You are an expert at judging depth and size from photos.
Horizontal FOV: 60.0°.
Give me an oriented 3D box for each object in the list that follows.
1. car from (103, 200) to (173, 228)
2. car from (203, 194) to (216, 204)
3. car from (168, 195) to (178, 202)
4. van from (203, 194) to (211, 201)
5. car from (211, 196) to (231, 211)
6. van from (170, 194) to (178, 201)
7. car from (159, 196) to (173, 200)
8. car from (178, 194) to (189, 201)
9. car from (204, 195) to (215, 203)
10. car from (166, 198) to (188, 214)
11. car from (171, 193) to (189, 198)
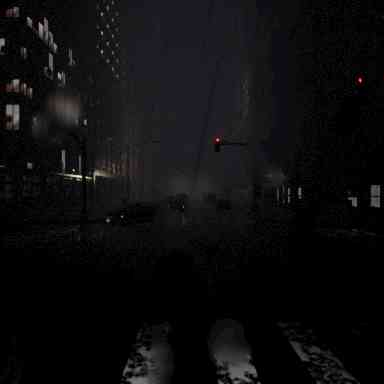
[{"bbox_3d":[-3.785,1.507,22.390,2.128,1.511,4.902,1,0,33],"label":"car"},{"bbox_3d":[3.662,1.312,63.878,2.192,1.841,5.009,0,0,0],"label":"car"},{"bbox_3d":[-4.286,1.425,74.886,1.967,1.590,4.097,0,0,0],"label":"car"},{"bbox_3d":[3.560,1.320,80.461,1.690,1.788,3.998,0,0,0],"label":"van"},{"bbox_3d":[3.847,1.578,41.770,1.947,1.339,4.313,0,0,0],"label":"car"},{"bbox_3d":[-4.320,1.320,80.413,1.690,1.788,3.998,0,0,0],"label":"van"},{"bbox_3d":[-4.117,1.592,47.248,1.802,1.307,4.206,0,0,0],"label":"car"},{"bbox_3d":[-1.676,1.160,67.526,1.994,1.385,4.181,0,0,0],"label":"car"},{"bbox_3d":[3.628,1.431,69.407,1.967,1.590,4.097,0,0,0],"label":"car"},{"bbox_3d":[-1.583,1.615,36.146,1.895,1.301,4.718,0,0,0],"label":"car"},{"bbox_3d":[-1.675,1.231,52.287,2.150,2.045,5.566,0,0,0],"label":"car"}]
